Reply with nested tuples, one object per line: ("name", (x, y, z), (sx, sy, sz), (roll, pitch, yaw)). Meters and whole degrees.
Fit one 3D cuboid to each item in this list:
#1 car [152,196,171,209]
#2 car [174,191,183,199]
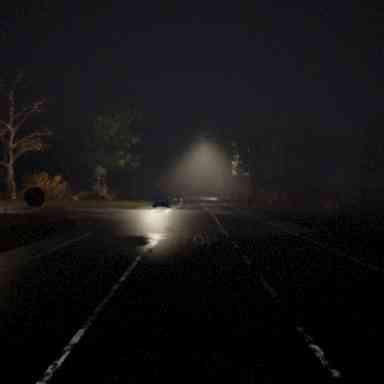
("car", (-3.513, 1.181, 38.548), (1.882, 1.535, 5.008), (0, -1, 0))
("car", (-3.506, 0.685, 87.738), (2.150, 2.045, 5.566), (0, 0, 3))
